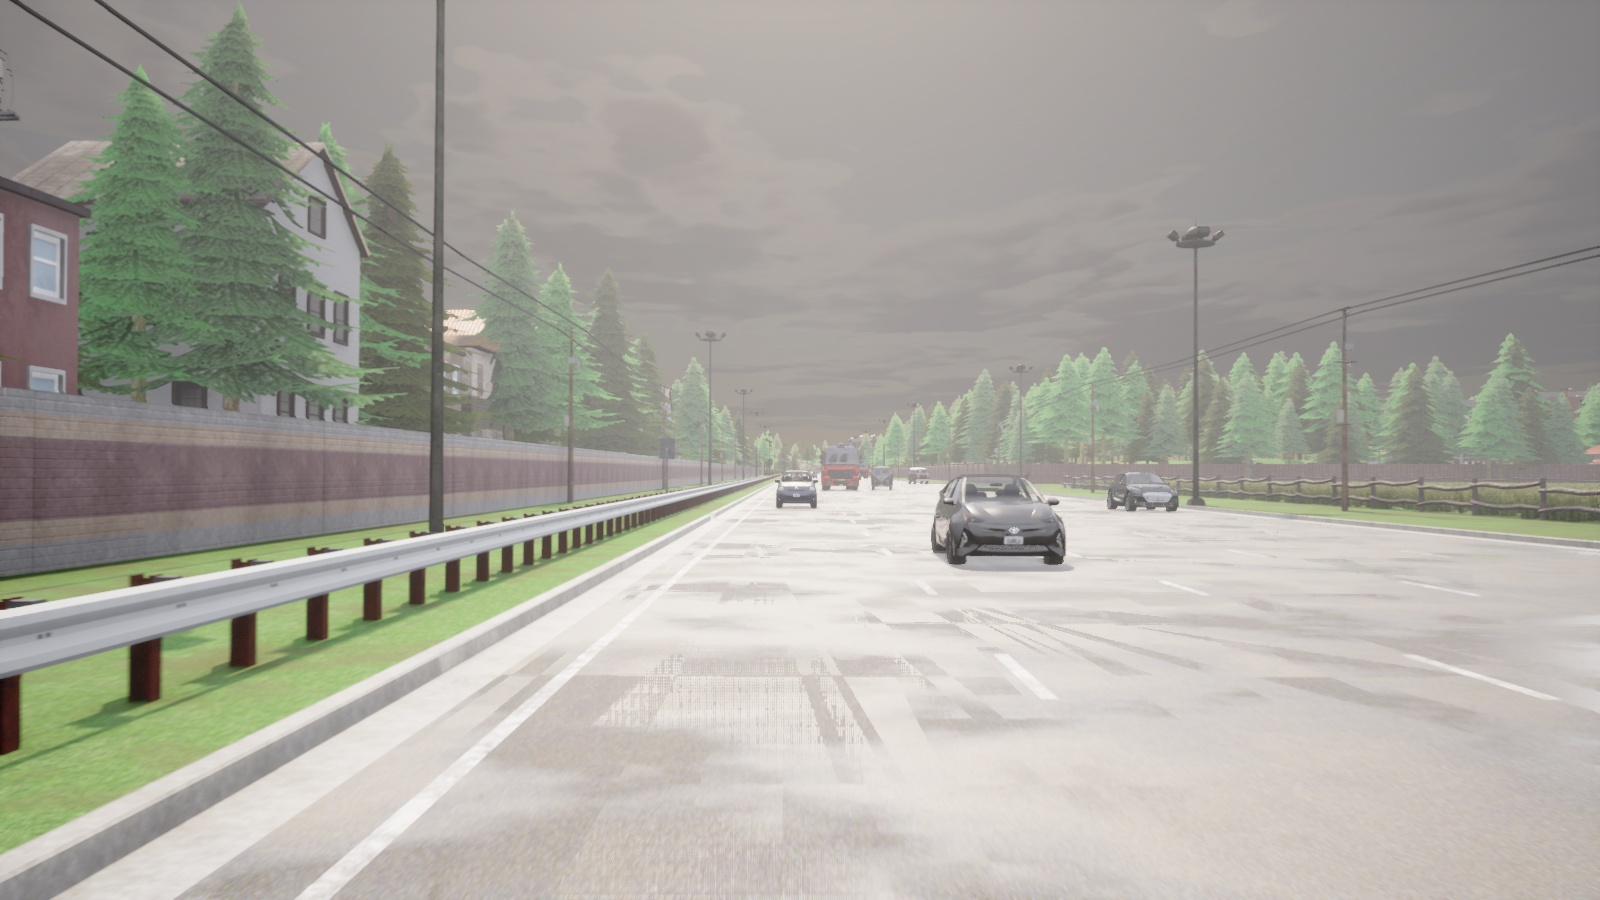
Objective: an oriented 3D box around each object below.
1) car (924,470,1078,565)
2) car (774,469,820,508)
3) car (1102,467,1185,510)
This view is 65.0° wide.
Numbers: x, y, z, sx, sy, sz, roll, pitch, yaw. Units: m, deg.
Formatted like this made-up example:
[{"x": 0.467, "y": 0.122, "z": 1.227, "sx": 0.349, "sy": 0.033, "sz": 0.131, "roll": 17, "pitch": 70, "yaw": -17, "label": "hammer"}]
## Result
[{"x": 3.446, "y": 1.123, "z": 22.415, "sx": 2.007, "sy": 1.525, "sz": 4.514, "roll": 0, "pitch": -1, "yaw": 0, "label": "car"}, {"x": -0.130, "y": 1.612, "z": 53.688, "sx": 1.851, "sy": 1.617, "sz": 3.988, "roll": 0, "pitch": -1, "yaw": 0, "label": "car"}, {"x": 13.877, "y": 1.544, "z": 51.053, "sx": 2.033, "sy": 1.649, "sz": 4.856, "roll": 0, "pitch": -1, "yaw": 0, "label": "car"}]
